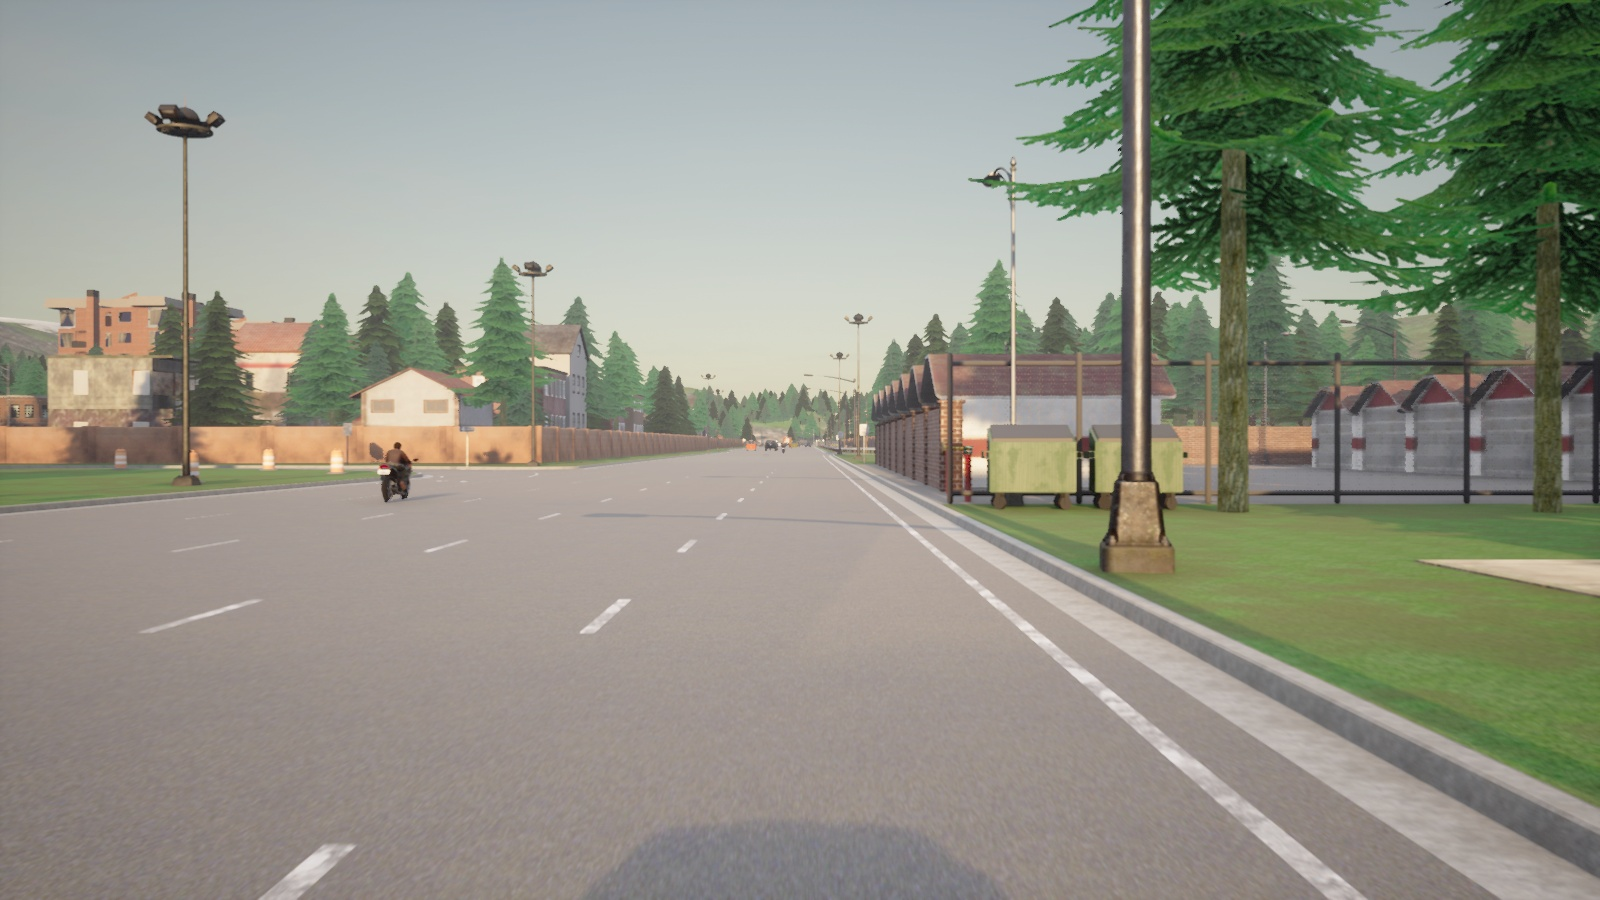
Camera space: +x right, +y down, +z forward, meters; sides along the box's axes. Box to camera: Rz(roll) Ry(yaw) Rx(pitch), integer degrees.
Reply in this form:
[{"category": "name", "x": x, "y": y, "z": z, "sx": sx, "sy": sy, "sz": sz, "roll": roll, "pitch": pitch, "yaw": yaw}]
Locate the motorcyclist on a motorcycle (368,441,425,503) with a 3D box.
[{"category": "motorcyclist on a motorcycle", "x": -10.303, "y": 0.539, "z": 32.124, "sx": 0.797, "sy": 1.523, "sz": 2.044, "roll": 0, "pitch": 0, "yaw": 0}]
